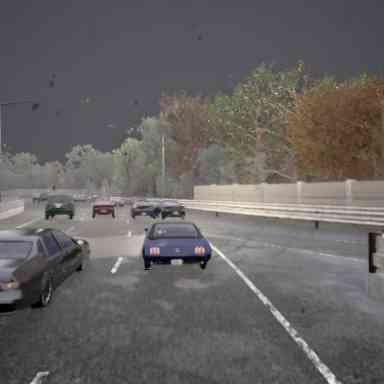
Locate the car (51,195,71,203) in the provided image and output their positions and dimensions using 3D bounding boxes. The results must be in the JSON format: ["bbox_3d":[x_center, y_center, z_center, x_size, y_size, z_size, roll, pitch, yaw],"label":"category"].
[{"bbox_3d":[-25.903,1.379,65.655,2.128,1.511,4.902,0,0,-39],"label":"car"}]

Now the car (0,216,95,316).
[{"bbox_3d":[-3.822,1.550,7.742,2.033,1.411,5.357,0,0,-5],"label":"car"}]

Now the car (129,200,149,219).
[{"bbox_3d":[-4.374,1.492,29.070,1.837,1.490,4.892,-2,0,-12],"label":"car"}]

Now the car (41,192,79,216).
[{"bbox_3d":[-11.227,1.220,28.688,2.150,2.045,5.566,0,0,-16],"label":"car"}]

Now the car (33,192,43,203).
[{"bbox_3d":[-28.706,1.093,63.555,2.150,2.045,5.566,0,0,-39],"label":"car"}]

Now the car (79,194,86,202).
[{"bbox_3d":[-23.121,1.392,67.779,1.994,1.385,4.181,0,0,-39],"label":"car"}]

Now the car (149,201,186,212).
[{"bbox_3d":[-1.933,1.440,27.243,1.882,1.535,5.008,1,-1,-18],"label":"car"}]

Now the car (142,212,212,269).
[{"bbox_3d":[-0.651,1.583,11.095,1.895,1.301,4.718,1,0,-7],"label":"car"}]

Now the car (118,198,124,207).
[{"bbox_3d":[-11.276,1.572,48.211,1.895,1.301,4.718,0,0,-26],"label":"car"}]

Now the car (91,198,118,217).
[{"bbox_3d":[-8.294,1.463,30.973,1.882,1.535,5.008,0,0,-17],"label":"car"}]
